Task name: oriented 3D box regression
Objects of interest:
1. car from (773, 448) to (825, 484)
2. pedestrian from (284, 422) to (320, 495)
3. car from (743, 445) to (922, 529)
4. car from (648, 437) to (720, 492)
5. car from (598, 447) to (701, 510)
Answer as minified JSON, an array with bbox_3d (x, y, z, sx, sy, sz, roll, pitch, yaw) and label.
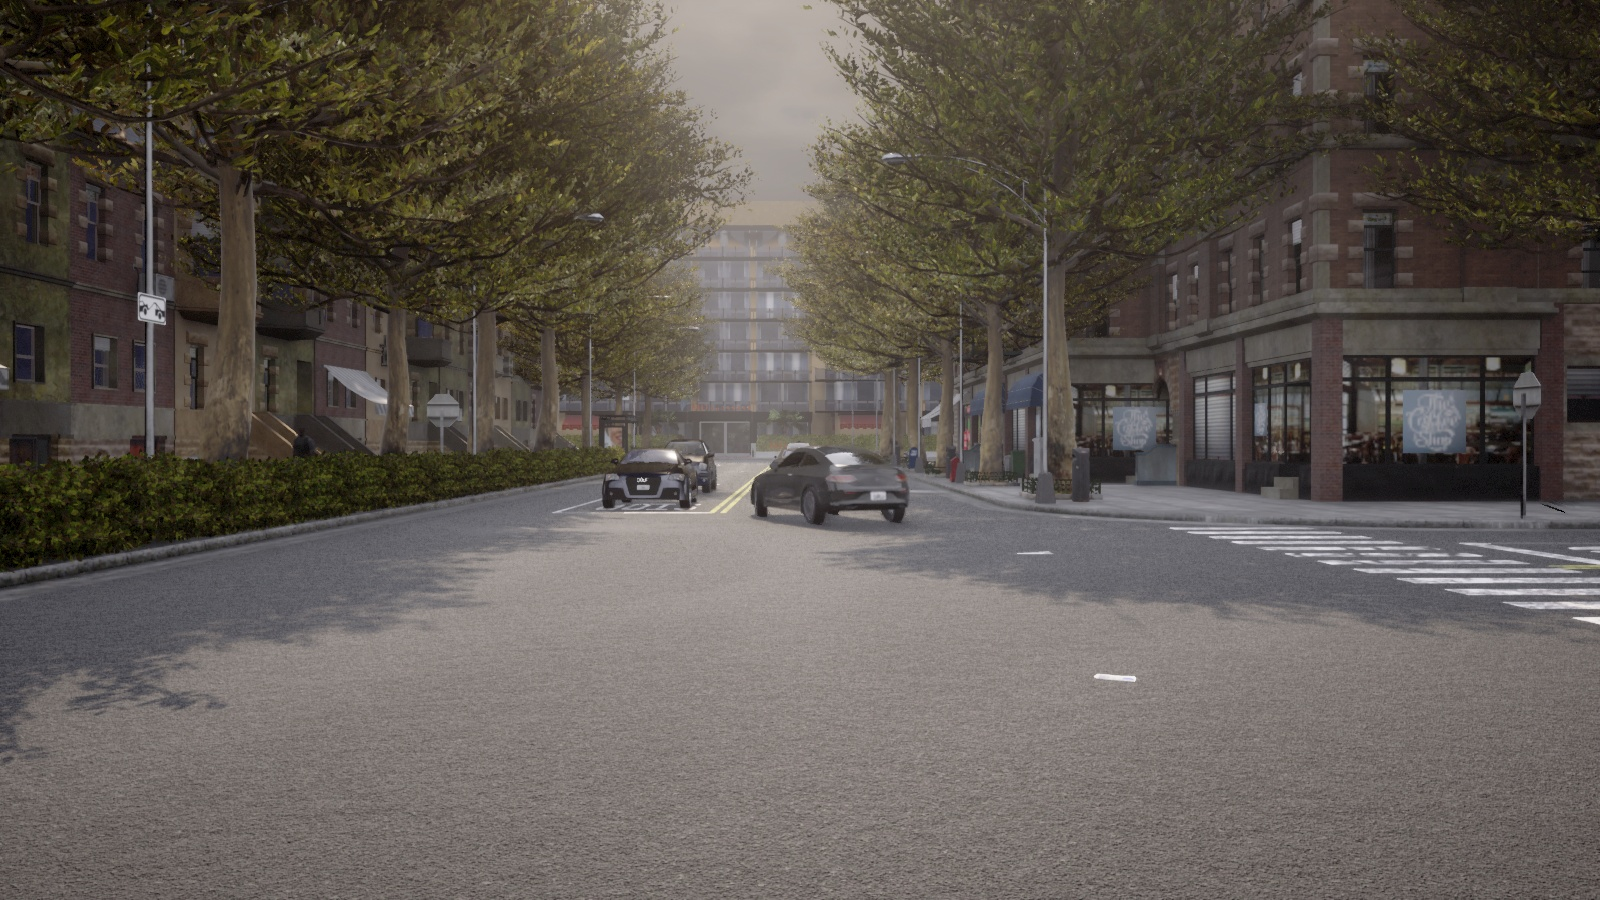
[{"bbox_3d":[-0.035,0.577,47.810,1.895,1.301,4.718,0,0,0],"label":"car"},{"bbox_3d":[-13.027,0.207,32.876,0.563,1.883,0.849,0,0,4],"label":"pedestrian"},{"bbox_3d":[0.505,0.635,24.448,1.812,1.442,4.674,0,0,-21],"label":"car"},{"bbox_3d":[-3.528,0.422,38.868,1.851,1.617,3.988,0,0,0],"label":"car"},{"bbox_3d":[-3.518,0.638,30.072,1.994,1.385,4.181,0,0,0],"label":"car"}]
